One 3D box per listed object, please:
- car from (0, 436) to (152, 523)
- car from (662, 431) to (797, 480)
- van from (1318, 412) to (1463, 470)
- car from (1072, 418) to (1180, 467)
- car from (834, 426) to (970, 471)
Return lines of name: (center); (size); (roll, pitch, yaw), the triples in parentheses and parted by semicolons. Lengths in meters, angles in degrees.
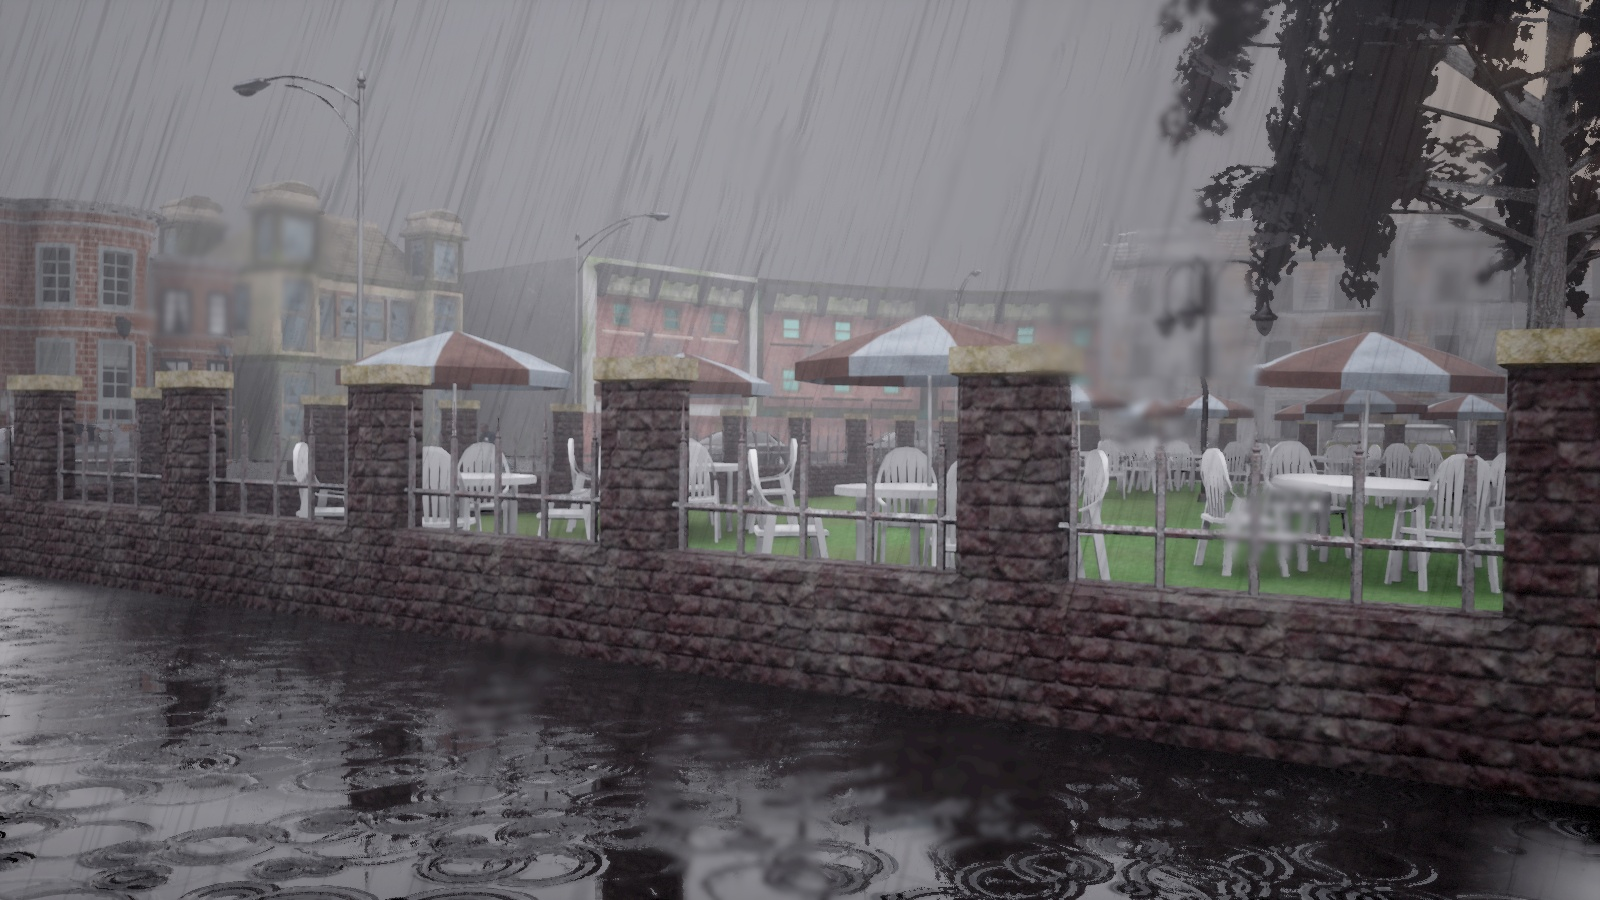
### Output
car: (-14.240, 0.501, 23.120); (1.845, 1.501, 3.633); (0, 1, 34)
car: (-2.227, 0.137, 41.257); (1.837, 1.490, 4.892); (0, 1, 34)
van: (20.953, -0.331, 44.601); (4.442, 1.987, 1.775); (0, 1, 33)
car: (12.826, -0.301, 49.447); (3.866, 1.878, 1.905); (0, 1, 23)
car: (3.956, -0.087, 48.408); (4.856, 1.649, 2.033); (-1, 1, -26)
